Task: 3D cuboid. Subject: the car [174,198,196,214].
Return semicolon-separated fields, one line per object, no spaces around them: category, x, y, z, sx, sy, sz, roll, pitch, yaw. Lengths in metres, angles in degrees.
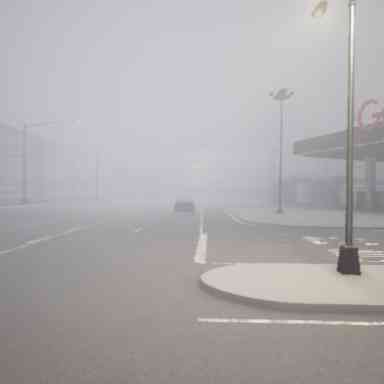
car;-0.643;1.298;32.838;1.882;1.535;5.008;1;0;2
